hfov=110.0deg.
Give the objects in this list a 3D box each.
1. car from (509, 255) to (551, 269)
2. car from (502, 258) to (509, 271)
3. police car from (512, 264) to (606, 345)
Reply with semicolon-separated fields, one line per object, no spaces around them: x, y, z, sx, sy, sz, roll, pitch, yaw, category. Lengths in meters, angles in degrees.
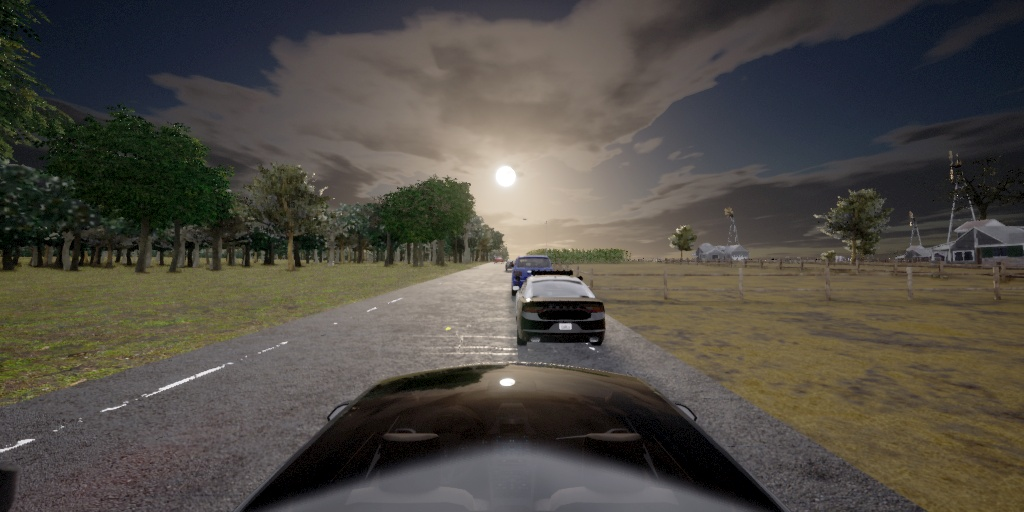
1.053;0.987;19.555;2.150;2.045;5.566;0;0;0;car
0.045;1.263;50.131;2.128;1.511;4.902;0;0;1;car
1.051;1.183;9.622;1.930;1.638;5.238;0;0;0;police car
